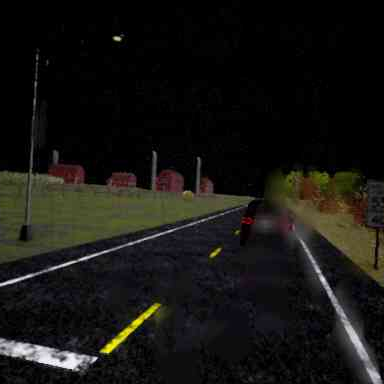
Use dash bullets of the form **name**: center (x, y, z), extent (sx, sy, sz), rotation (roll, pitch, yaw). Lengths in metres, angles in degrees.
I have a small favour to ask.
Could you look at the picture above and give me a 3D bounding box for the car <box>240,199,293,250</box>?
- **car**: center (3.638, 1.422, 16.050), extent (2.150, 2.045, 5.566), rotation (3, 0, 14)
